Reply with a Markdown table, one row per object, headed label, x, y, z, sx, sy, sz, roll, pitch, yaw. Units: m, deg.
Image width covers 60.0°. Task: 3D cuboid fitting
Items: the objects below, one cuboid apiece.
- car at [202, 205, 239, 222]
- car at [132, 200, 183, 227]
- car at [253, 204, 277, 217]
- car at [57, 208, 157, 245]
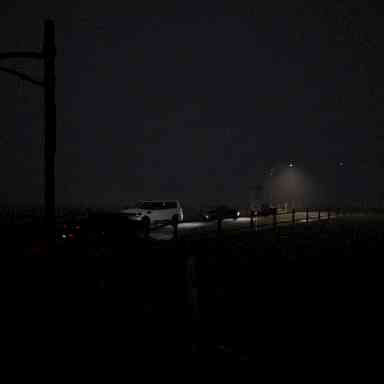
| label | x | y | z | sx | sy | sz | roll | pitch | yaw |
| --- | --- | --- | --- | --- | --- | --- | --- | --- | --- |
| car | 2.849 | 2.067 | 32.547 | 2.128 | 1.511 | 4.902 | 0 | -1 | 36 |
| car | -2.964 | 1.608 | 24.606 | 2.150 | 2.045 | 5.566 | 0 | -1 | 36 |
| car | 8.877 | 2.266 | 40.777 | 2.128 | 1.511 | 4.902 | 0 | -1 | 36 |
| car | -4.220 | 1.739 | 16.618 | 1.837 | 1.490 | 4.892 | 0 | -1 | 36 |
